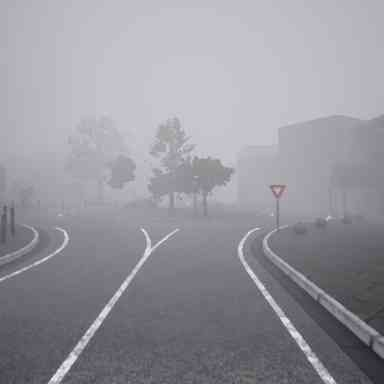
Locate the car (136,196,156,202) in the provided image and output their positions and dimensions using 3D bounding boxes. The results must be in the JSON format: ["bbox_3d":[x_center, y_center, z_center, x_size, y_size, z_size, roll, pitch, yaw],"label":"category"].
[{"bbox_3d":[-12.248,1.818,88.621,5.008,1.535,2.097,0,-1,-2],"label":"car"}]

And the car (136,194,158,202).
[{"bbox_3d":[-12.372,1.633,91.542,5.566,2.045,2.435,0,-2,-2],"label":"car"}]

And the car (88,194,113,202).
[{"bbox_3d":[-24.446,1.544,87.341,5.566,2.045,2.435,0,-1,-2],"label":"car"}]

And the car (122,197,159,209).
[{"bbox_3d":[-7.284,1.727,47.194,4.181,1.385,1.994,1,-1,-22],"label":"car"}]

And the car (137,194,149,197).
[{"bbox_3d":[-12.170,1.623,85.590,4.553,1.767,2.185,0,-1,-2],"label":"car"}]
